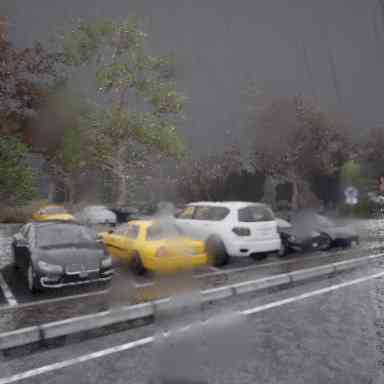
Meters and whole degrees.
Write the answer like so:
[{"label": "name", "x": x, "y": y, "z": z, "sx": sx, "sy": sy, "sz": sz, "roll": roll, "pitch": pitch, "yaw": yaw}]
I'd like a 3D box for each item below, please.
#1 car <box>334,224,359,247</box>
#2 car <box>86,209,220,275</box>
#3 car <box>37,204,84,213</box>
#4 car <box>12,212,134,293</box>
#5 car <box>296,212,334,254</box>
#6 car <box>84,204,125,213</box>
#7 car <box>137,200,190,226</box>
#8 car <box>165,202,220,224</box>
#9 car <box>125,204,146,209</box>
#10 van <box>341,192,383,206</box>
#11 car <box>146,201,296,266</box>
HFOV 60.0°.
[{"label": "car", "x": 5.316, "y": 1.716, "z": 15.689, "sx": 2.163, "sy": 1.488, "sz": 4.792, "roll": 1, "pitch": 0, "yaw": -35}, {"label": "car", "x": -1.616, "y": 1.584, "z": 11.069, "sx": 1.946, "sy": 1.575, "sz": 5.366, "roll": 1, "pitch": 0, "yaw": -35}, {"label": "car", "x": -8.919, "y": 1.579, "z": 21.470, "sx": 1.946, "sy": 1.575, "sz": 5.366, "roll": 1, "pitch": 0, "yaw": -35}, {"label": "car", "x": -3.783, "y": 1.555, "z": 9.324, "sx": 2.231, "sy": 1.521, "sz": 4.892, "roll": 1, "pitch": 0, "yaw": -35}, {"label": "car", "x": 3.027, "y": 1.653, "z": 14.119, "sx": 2.097, "sy": 1.535, "sz": 5.008, "roll": 1, "pitch": 0, "yaw": -35}, {"label": "car", "x": -6.760, "y": 1.655, "z": 23.214, "sx": 2.002, "sy": 1.452, "sz": 4.674, "roll": 1, "pitch": 0, "yaw": -35}, {"label": "car", "x": -2.350, "y": 1.554, "z": 26.362, "sx": 2.185, "sy": 1.767, "sz": 4.553, "roll": 1, "pitch": 0, "yaw": -35}, {"label": "car", "x": -0.065, "y": 1.712, "z": 27.927, "sx": 2.097, "sy": 1.535, "sz": 5.008, "roll": 1, "pitch": 0, "yaw": -35}, {"label": "car", "x": -4.480, "y": 1.678, "z": 24.788, "sx": 2.163, "sy": 1.488, "sz": 4.792, "roll": 1, "pitch": 0, "yaw": -35}, {"label": "van", "x": 22.008, "y": 1.025, "z": 43.647, "sx": 1.878, "sy": 1.987, "sz": 4.442, "roll": 0, "pitch": 1, "yaw": -35}, {"label": "car", "x": 0.747, "y": 1.369, "z": 12.541, "sx": 2.435, "sy": 2.045, "sz": 5.566, "roll": 1, "pitch": 0, "yaw": -35}]
